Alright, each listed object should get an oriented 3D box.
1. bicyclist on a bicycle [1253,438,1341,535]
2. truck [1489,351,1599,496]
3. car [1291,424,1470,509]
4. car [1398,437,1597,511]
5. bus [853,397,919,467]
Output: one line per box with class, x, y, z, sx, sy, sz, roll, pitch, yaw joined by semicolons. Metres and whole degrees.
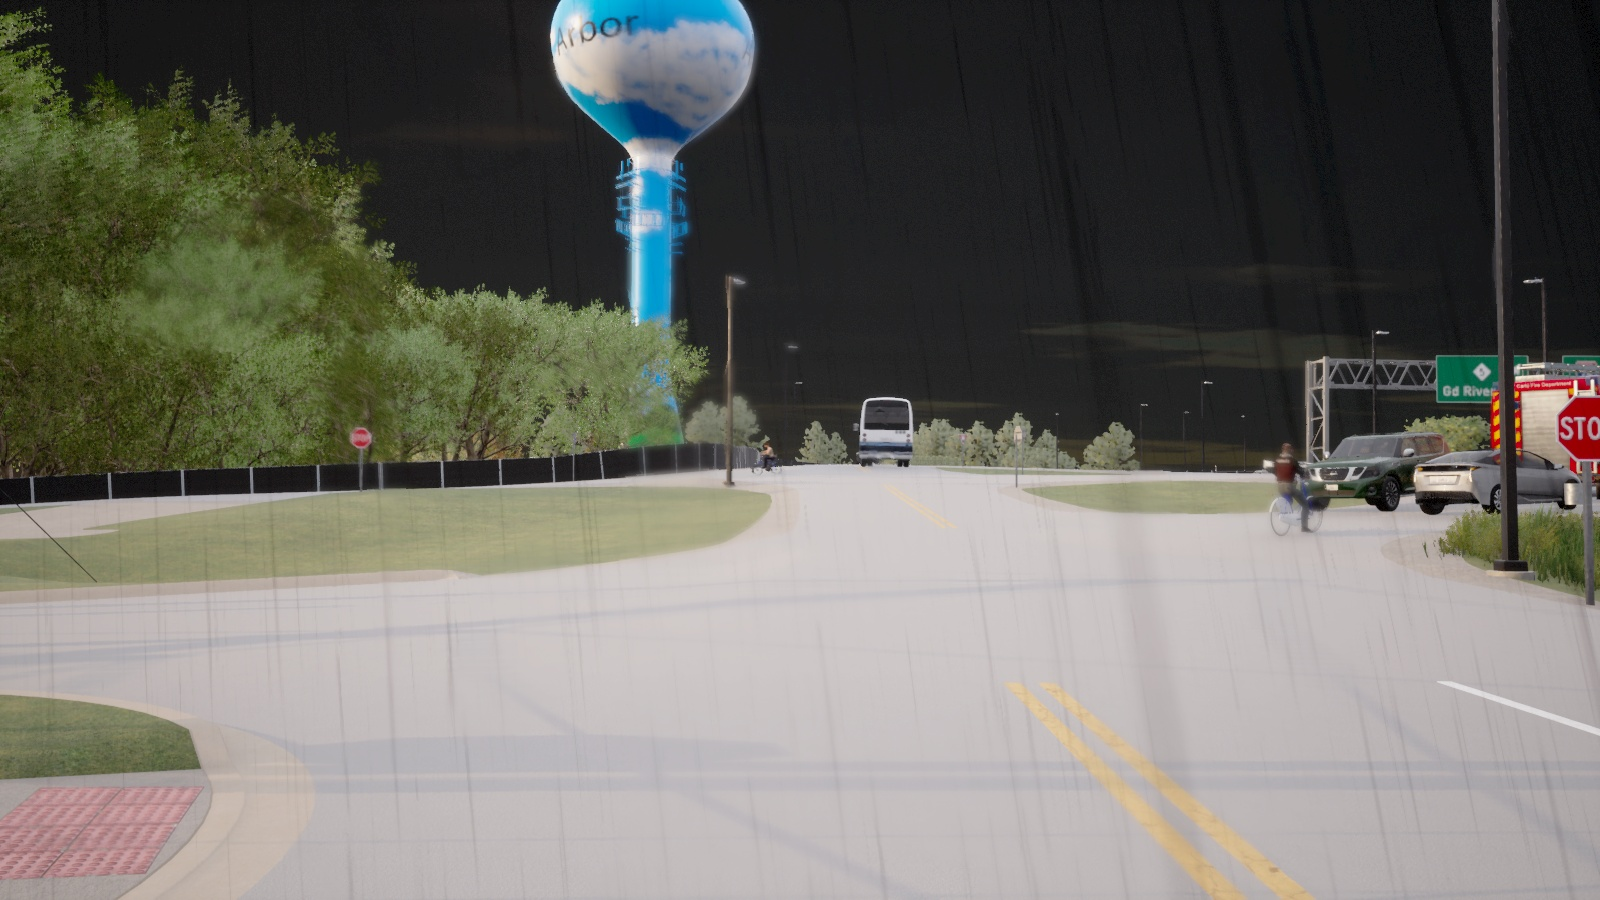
bicyclist on a bicycle;9.644;0.689;24.331;1.843;1.776;0.659;-2;-1;-38
truck;23.789;-0.749;36.939;8.468;3.827;2.891;-2;-1;-37
car;15.787;0.425;33.992;5.566;2.045;2.150;-2;-1;-40
car;16.543;0.551;29.740;4.514;1.525;2.007;-2;-1;-30
bus;5.460;-1.094;81.886;3.944;4.253;10.273;1;0;2
